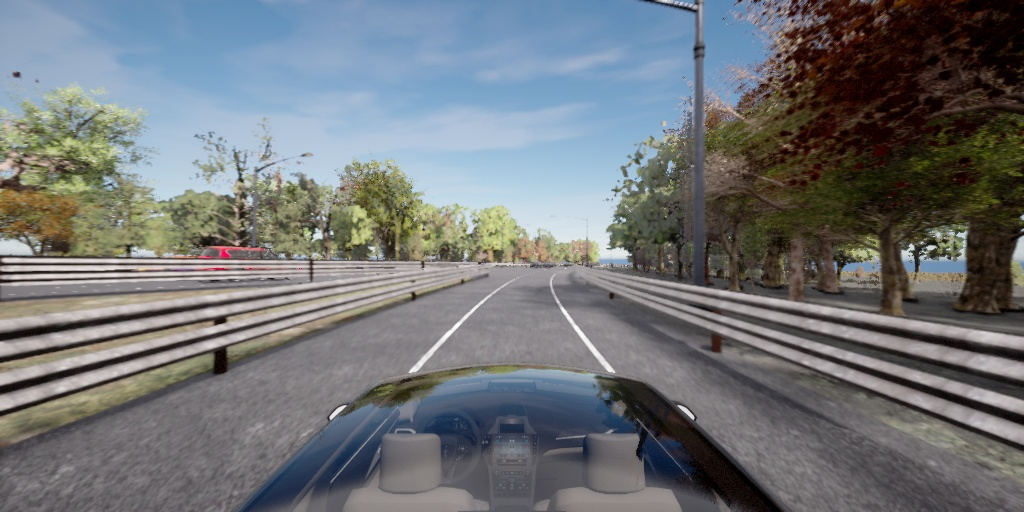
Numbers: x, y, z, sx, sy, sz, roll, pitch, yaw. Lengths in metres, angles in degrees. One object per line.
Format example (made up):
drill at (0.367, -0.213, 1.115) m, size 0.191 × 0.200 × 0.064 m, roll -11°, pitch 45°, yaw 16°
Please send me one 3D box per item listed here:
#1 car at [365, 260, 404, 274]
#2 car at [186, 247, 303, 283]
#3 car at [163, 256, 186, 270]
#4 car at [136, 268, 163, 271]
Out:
car at (-13.357, 1.138, 38.014) m, size 2.128 × 1.511 × 4.902 m, roll 0°, pitch -1°, yaw 22°
car at (-15.992, 0.538, 22.190) m, size 2.150 × 2.045 × 5.566 m, roll 0°, pitch -1°, yaw 22°
car at (-19.241, 0.841, 23.498) m, size 1.812 × 1.442 × 4.674 m, roll 0°, pitch -1°, yaw 22°
car at (-22.470, 0.786, 24.846) m, size 1.882 × 1.535 × 5.008 m, roll 0°, pitch -1°, yaw 22°
